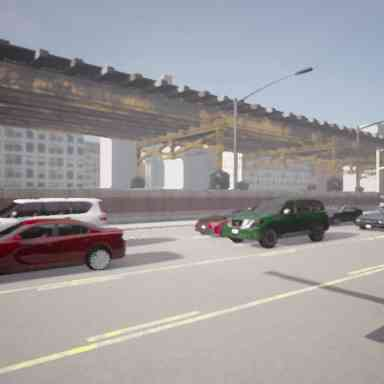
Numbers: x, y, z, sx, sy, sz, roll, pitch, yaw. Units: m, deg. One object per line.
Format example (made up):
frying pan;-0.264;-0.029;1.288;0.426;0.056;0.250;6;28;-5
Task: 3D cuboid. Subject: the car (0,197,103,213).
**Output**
car;-5.982;1.236;12.605;5.566;2.045;2.150;0;0;-36

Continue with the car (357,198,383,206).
car;33.290;1.831;61.037;4.974;1.542;2.038;0;0;-7

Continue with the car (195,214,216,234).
car;2.225;1.639;18.378;4.181;1.385;1.994;0;0;-35

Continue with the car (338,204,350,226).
car;10.638;1.629;24.343;4.902;1.511;2.128;0;0;-35

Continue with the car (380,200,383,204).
car;33.239;1.673;61.031;4.536;1.218;1.853;0;0;-7

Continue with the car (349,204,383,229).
car;12.772;1.686;21.566;5.357;1.411;2.033;0;0;-35

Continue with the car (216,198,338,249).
car;4.050;1.295;15.387;5.566;2.045;2.150;0;0;-35

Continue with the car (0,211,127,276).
car;-4.348;1.489;9.472;5.008;1.535;1.882;1;0;-35
